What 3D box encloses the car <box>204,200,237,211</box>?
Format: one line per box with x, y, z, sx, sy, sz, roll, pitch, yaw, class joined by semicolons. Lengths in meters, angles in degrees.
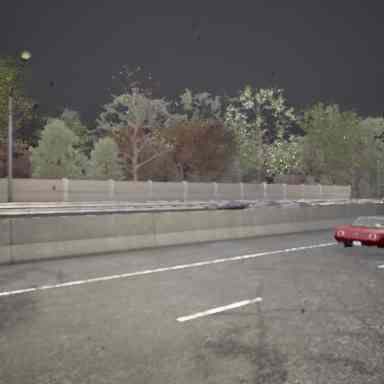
3.443;1.553;32.235;5.008;1.535;1.882;0;0;-35;car

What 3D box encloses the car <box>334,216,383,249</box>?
7.996;1.647;13.746;4.718;1.301;1.895;0;0;-36;car

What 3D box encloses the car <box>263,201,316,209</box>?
8.428;1.584;27.191;4.892;1.490;1.837;0;0;-35;car

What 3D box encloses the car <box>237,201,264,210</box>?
6.711;1.585;30.265;4.892;1.490;1.837;0;0;-35;car
